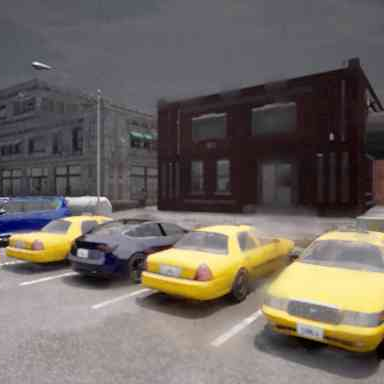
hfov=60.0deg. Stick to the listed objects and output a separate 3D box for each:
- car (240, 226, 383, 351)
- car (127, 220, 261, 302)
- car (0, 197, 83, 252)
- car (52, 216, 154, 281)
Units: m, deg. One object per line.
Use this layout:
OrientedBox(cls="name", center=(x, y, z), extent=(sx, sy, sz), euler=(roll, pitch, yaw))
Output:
OrientedBox(cls="car", center=(3.095, 1.478, 6.521), extent=(1.946, 1.575, 5.366), euler=(0, 0, 36))
OrientedBox(cls="car", center=(1.063, 1.480, 8.430), extent=(1.946, 1.575, 5.366), euler=(0, 0, 35))
OrientedBox(cls="car", center=(-8.044, 1.253, 14.653), extent=(2.435, 2.045, 5.566), euler=(0, 0, 35))
OrientedBox(cls="car", center=(-1.273, 1.516, 9.902), extent=(2.163, 1.488, 4.792), euler=(0, 0, 35))
